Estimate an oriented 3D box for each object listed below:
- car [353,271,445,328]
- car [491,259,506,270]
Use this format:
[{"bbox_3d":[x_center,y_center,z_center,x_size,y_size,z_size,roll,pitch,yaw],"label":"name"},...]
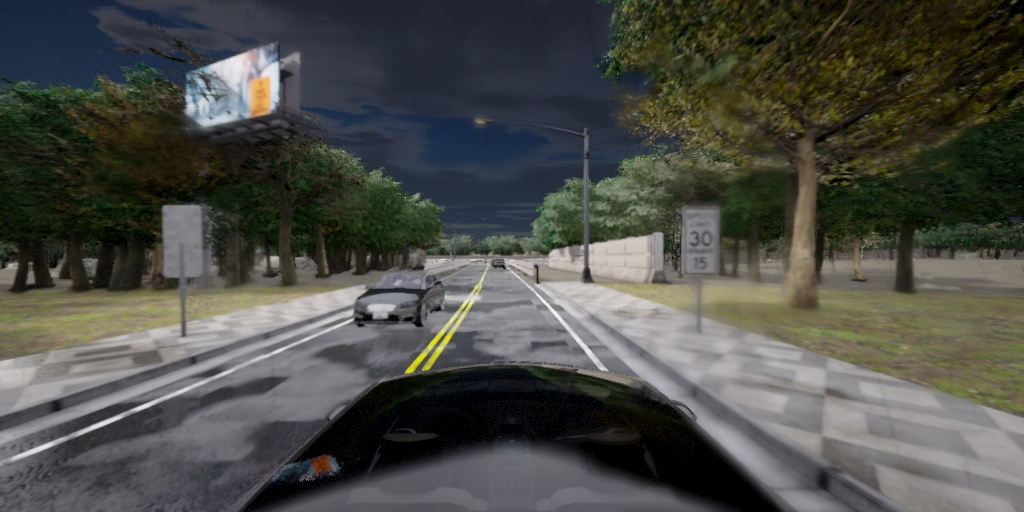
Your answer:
[{"bbox_3d":[-3.367,1.241,11.496,2.128,1.511,4.902,0,0,-1],"label":"car"},{"bbox_3d":[-1.918,1.217,52.468,1.837,1.490,4.892,0,0,-3],"label":"car"}]
